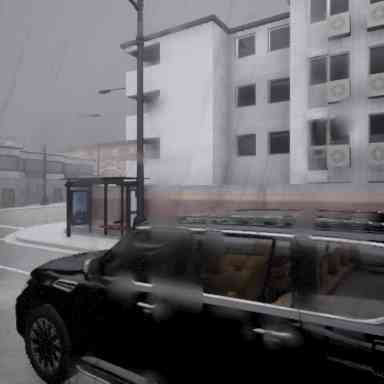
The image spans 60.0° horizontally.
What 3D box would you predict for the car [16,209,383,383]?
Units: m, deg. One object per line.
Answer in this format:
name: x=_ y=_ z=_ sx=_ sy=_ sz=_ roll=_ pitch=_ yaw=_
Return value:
car: x=0.316 y=1.220 z=3.733 sx=5.566 sy=2.045 sz=2.150 roll=0 pitch=0 yaw=35
